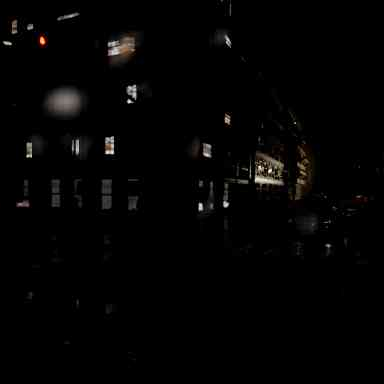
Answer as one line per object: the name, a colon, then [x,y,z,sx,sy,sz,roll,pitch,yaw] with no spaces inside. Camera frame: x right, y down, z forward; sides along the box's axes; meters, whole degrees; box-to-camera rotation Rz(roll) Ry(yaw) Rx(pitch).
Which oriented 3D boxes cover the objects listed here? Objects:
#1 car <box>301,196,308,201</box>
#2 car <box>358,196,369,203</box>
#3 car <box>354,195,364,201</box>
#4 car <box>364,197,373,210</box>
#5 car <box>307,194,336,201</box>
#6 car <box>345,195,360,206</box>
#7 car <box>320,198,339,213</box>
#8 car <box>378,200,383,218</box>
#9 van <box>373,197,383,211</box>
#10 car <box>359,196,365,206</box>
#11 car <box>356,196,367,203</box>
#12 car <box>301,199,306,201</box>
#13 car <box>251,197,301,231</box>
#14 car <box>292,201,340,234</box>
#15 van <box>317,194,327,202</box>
car: [11.922,1.495,35.754,1.887,1.381,4.507,1,0,24]
car: [35.006,1.548,67.997,1.887,1.381,4.507,1,0,24]
car: [41.818,1.536,83.196,2.008,1.369,4.403,1,0,24]
car: [23.655,1.467,42.664,1.967,1.590,4.097,1,0,24]
car: [11.505,1.332,28.737,2.097,1.767,4.553,1,0,24]
car: [26.237,1.468,54.705,1.882,1.535,5.008,1,0,24]
car: [15.768,1.501,38.068,1.812,1.442,4.674,1,0,24]
car: [16.841,1.619,27.465,1.802,1.307,4.206,1,0,24]
van: [19.115,1.374,32.530,1.690,1.788,3.998,1,0,24]
car: [28.195,1.569,52.798,2.008,1.369,4.403,1,0,24]
car: [37.277,1.542,73.064,1.887,1.381,4.507,1,0,24]
car: [7.380,1.501,25.621,1.887,1.381,4.507,1,0,24]
car: [5.112,1.274,20.553,2.192,1.841,5.009,1,0,24]
car: [7.342,1.490,19.400,1.837,1.490,4.892,1,0,26]
van: [27.818,1.261,71.217,1.690,1.788,3.998,1,0,24]
